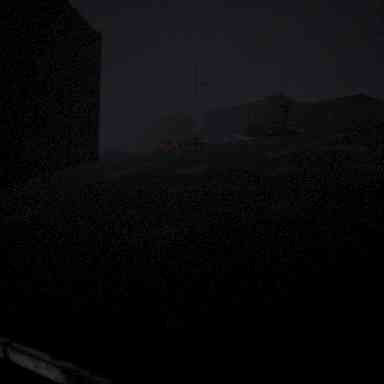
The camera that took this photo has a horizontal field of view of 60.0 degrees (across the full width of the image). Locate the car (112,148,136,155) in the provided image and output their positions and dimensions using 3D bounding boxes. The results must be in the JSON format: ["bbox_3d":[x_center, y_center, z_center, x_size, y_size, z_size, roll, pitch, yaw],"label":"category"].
[{"bbox_3d":[-9.521,-5.745,50.076,2.231,1.521,4.892,1,2,-39],"label":"car"}]

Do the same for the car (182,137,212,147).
[{"bbox_3d":[0.960,-5.308,37.291,2.185,1.767,4.553,1,2,-39],"label":"car"}]

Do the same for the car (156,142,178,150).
[{"bbox_3d":[-2.537,-5.500,41.558,2.185,1.767,4.553,1,2,-39],"label":"car"}]

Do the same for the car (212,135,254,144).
[{"bbox_3d":[4.552,-4.940,32.908,2.002,1.452,4.674,1,2,-39],"label":"car"}]

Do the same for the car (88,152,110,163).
[{"bbox_3d":[-16.517,-6.060,58.611,2.002,1.452,4.674,1,1,-39],"label":"car"}]

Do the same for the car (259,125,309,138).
[{"bbox_3d":[8.037,-4.911,28.658,2.185,1.767,4.553,1,2,-39],"label":"car"}]

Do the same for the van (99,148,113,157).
[{"bbox_3d":[-12.935,-6.147,54.244,1.878,1.987,4.442,1,1,-39],"label":"van"}]
